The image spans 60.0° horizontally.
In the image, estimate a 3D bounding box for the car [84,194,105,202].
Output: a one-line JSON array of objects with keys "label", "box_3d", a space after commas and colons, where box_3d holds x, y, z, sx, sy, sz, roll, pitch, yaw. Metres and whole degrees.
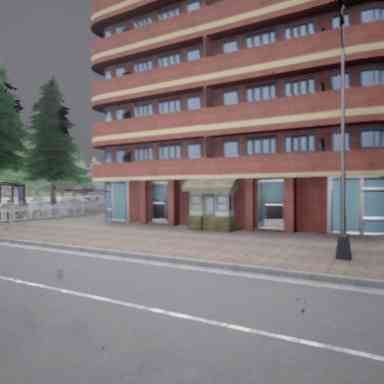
[{"label": "car", "box_3d": [-15.964, 1.046, 57.618, 2.033, 1.411, 5.357, 0, 1, 39]}]
